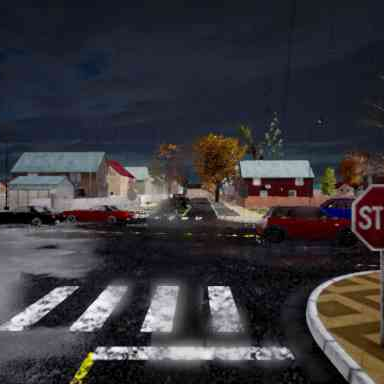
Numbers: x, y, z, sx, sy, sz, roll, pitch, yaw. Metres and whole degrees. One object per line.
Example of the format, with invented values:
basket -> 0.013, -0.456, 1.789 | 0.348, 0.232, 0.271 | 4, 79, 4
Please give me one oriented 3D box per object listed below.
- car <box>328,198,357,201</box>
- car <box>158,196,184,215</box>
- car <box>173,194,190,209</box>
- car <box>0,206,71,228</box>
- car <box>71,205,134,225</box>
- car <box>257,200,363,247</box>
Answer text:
car -> 9.456, 1.377, 21.340 | 5.566, 2.045, 2.150 | 1, 0, 8
car -> -2.324, 1.522, 34.593 | 1.837, 1.490, 4.892 | 0, 0, 4
car -> -1.806, 1.253, 46.261 | 2.150, 2.045, 5.566 | 0, 0, 2
car -> -10.454, 1.515, 20.812 | 4.718, 1.301, 1.895 | 1, 0, 8
car -> -6.643, 1.580, 23.561 | 4.718, 1.301, 1.895 | 1, 0, 8
car -> 5.320, 1.412, 15.146 | 4.553, 1.767, 2.097 | 1, 0, 8
